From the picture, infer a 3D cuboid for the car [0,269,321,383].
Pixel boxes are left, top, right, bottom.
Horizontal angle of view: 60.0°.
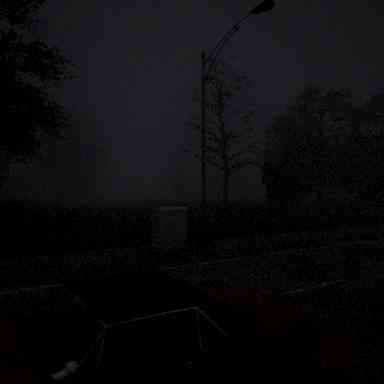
[{"bbox_3d":[-0.942,1.594,3.217,4.718,1.301,1.895,0,0,-35],"label":"car"}]
